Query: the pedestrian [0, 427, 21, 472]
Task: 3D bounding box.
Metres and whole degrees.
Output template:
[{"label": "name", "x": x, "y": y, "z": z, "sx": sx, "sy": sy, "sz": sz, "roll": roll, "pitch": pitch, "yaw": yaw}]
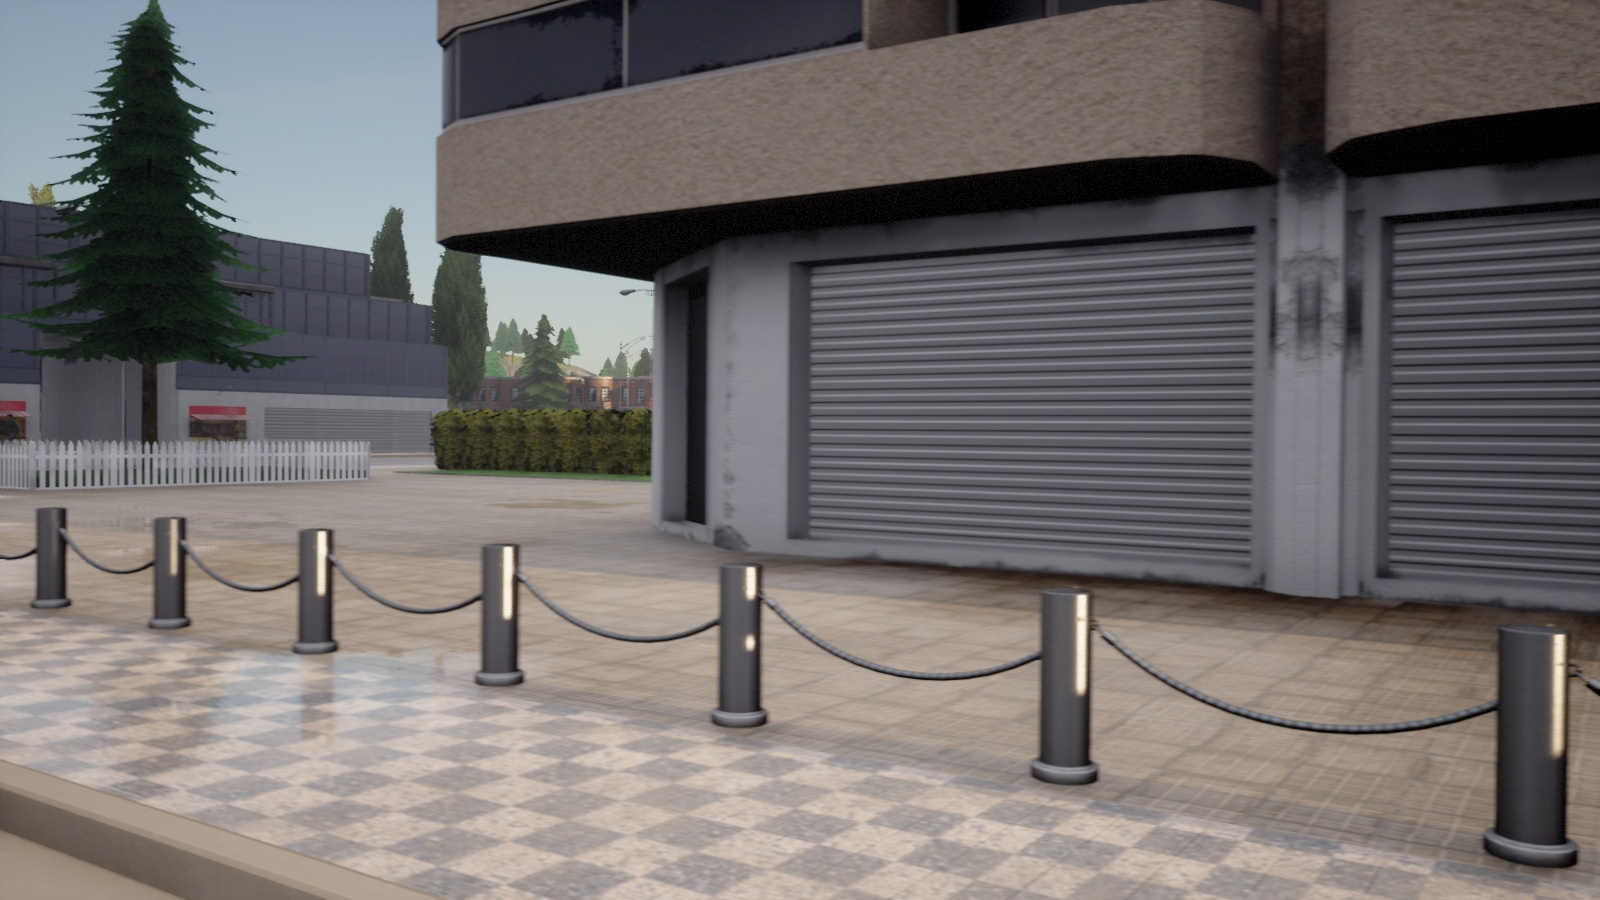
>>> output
[{"label": "pedestrian", "x": -32.788, "y": -0.025, "z": 52.177, "sx": 0.353, "sy": 1.847, "sz": 0.614, "roll": 0, "pitch": 1, "yaw": 32}]
